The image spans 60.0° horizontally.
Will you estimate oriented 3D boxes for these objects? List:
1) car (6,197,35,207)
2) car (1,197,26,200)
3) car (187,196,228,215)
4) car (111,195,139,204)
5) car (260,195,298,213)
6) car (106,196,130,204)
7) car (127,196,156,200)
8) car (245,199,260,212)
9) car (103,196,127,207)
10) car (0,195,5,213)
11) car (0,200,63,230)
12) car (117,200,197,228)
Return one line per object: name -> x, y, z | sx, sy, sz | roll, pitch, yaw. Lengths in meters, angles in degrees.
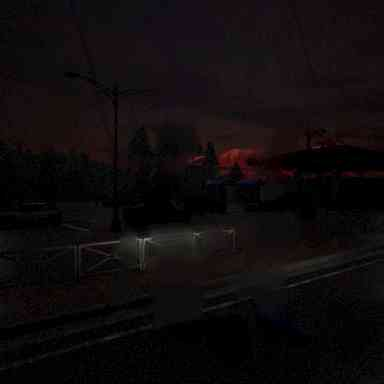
car -> -27.913, 1.576, 54.160 | 3.806, 1.475, 1.970 | 0, 0, -38
car -> -14.238, 1.345, 25.109 | 5.027, 1.636, 2.152 | 0, 0, -38
car -> 1.383, 1.288, 33.356 | 4.605, 1.855, 1.932 | 0, 0, -38
car -> -13.127, 1.521, 65.553 | 5.027, 1.636, 2.152 | 0, 0, -38
car -> 9.604, 1.267, 35.619 | 3.866, 1.878, 1.905 | 0, 0, -38
car -> -15.103, 1.530, 67.990 | 4.514, 1.523, 2.007 | 0, 0, -38
car -> -5.737, 1.489, 43.602 | 4.514, 1.523, 2.007 | 0, 0, -38
car -> 8.035, 1.551, 38.614 | 3.806, 1.475, 1.970 | 0, 0, -38
car -> -11.865, 1.511, 51.495 | 3.633, 1.501, 1.845 | 0, 0, -38
car -> -22.127, 1.269, 35.182 | 3.866, 1.878, 1.905 | 0, 0, -38
car -> -10.027, 1.424, 20.256 | 3.806, 1.475, 1.970 | 0, 0, -38
car -> -2.219, 1.489, 21.718 | 4.514, 1.523, 2.007 | 0, 0, -38
